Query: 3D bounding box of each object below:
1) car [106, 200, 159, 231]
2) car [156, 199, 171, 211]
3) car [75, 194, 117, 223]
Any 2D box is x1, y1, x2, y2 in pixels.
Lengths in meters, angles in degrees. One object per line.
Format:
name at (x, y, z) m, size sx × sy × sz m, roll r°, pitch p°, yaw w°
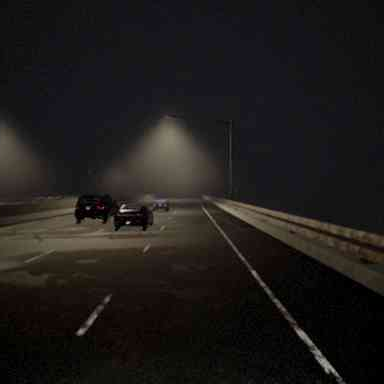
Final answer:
car at (-3.484, 1.470, 20.521) m, size 2.128 × 1.511 × 4.902 m, roll 0°, pitch 0°, yaw 0°
car at (-3.563, 1.501, 39.392) m, size 2.033 × 1.411 × 5.357 m, roll 0°, pitch 0°, yaw 0°
car at (-7.002, 1.195, 25.048) m, size 2.150 × 2.045 × 5.566 m, roll 0°, pitch 0°, yaw 0°
